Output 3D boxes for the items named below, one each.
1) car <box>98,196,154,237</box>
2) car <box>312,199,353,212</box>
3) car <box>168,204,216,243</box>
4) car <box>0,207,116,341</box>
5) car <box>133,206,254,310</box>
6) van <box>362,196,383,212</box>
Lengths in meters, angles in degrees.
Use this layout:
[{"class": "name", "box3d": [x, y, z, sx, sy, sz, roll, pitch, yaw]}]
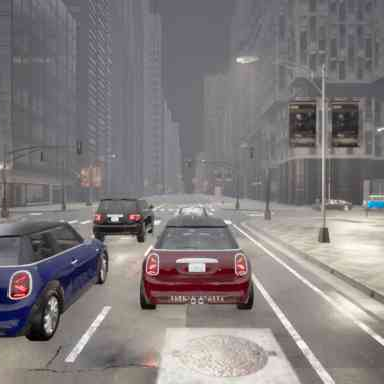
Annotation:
[{"class": "car", "box3d": [-3.181, 1.222, 16.372, 2.150, 2.045, 5.566, 0, 0, 0]}, {"class": "car", "box3d": [15.805, 1.513, 37.579, 4.403, 1.369, 2.008, 0, 0, 0]}, {"class": "car", "box3d": [0.057, 1.491, 17.166, 2.128, 1.511, 4.902, 0, 0, 2]}, {"class": "car", "box3d": [-3.163, 1.352, 6.660, 2.097, 1.767, 4.553, 0, 0, 0]}, {"class": "car", "box3d": [0.085, 1.352, 7.979, 2.097, 1.767, 4.553, 0, 0, 0]}, {"class": "van", "box3d": [21.423, 1.292, 37.565, 3.998, 1.788, 1.690, 0, 0, 0]}]
